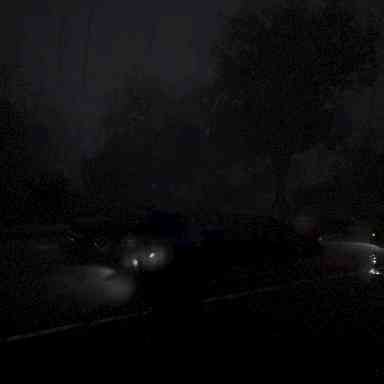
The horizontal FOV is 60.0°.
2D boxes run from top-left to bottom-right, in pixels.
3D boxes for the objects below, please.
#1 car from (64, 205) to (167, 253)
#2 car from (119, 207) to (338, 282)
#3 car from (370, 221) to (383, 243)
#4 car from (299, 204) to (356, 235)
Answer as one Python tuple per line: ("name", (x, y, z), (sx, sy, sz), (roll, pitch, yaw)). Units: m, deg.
("car", (-1.729, 1.127, 11.202), (4.718, 1.301, 1.895), (1, 2, -31))
("car", (1.081, 1.262, 8.789), (5.357, 1.411, 2.033), (1, 2, -28))
("car", (9.522, 1.552, 14.051), (4.181, 1.385, 1.994), (3, 1, -31))
("car", (5.905, 1.308, 15.924), (4.181, 1.385, 1.994), (2, 2, -32))
